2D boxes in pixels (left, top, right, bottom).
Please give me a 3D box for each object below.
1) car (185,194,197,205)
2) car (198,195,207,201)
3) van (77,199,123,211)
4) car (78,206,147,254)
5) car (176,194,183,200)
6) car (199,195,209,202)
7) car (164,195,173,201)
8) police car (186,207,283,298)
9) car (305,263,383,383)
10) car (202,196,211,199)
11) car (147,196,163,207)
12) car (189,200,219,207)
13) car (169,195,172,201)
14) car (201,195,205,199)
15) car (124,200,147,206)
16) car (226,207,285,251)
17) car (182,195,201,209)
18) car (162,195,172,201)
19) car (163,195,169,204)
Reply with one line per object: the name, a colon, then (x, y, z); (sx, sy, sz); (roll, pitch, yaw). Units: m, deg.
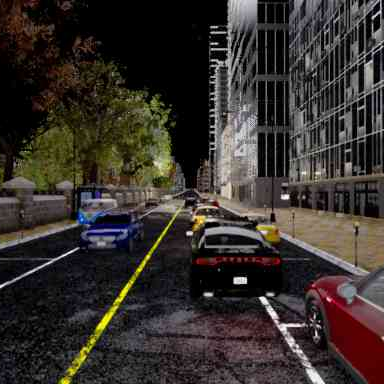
car: (-0.118, 1.272, 58.999); (2.097, 1.767, 4.553); (0, 0, 0)
car: (2.529, 1.400, 83.072); (2.008, 1.369, 4.403); (0, 0, 0)
van: (-5.726, 1.330, 20.570); (1.690, 1.788, 3.998); (0, 0, 0)
car: (-3.116, 1.520, 13.702); (1.812, 1.442, 4.674); (0, 0, 0)
car: (-3.176, 1.339, 87.858); (1.837, 1.490, 4.892); (0, 0, 0)
car: (2.552, 1.451, 71.708); (1.947, 1.339, 4.313); (0, 0, 0)
car: (-5.851, 1.400, 83.082); (2.008, 1.369, 4.403); (0, 0, 0)
police car: (0.883, 1.423, 8.696); (1.930, 1.638, 5.238); (0, 0, 0)
car: (2.687, 1.440, 3.530); (1.967, 1.590, 4.097); (0, 0, 0)
car: (2.608, 1.537, 43.302); (1.802, 1.307, 4.206); (0, 0, 0)
car: (-5.783, 1.488, 48.984); (1.887, 1.381, 4.507); (0, 0, 0)
car: (0.862, 1.446, 18.777); (1.801, 1.575, 5.366); (0, 0, 0)
car: (-5.828, 1.411, 71.545); (1.752, 1.417, 4.829); (0, 0, 0)
car: (2.575, 1.462, 60.346); (1.887, 1.381, 4.507); (0, 0, 0)
car: (-5.750, 1.556, 31.936); (1.802, 1.307, 4.206); (0, 0, 0)
car: (2.664, 1.519, 15.065); (1.752, 1.417, 4.829); (0, 0, 0)
car: (-0.078, 1.456, 45.371); (1.837, 1.490, 4.892); (0, 0, 0)
car: (-5.840, 1.418, 77.399); (2.008, 1.369, 4.403); (0, 0, 0)
car: (-5.806, 1.468, 60.351); (2.008, 1.369, 4.403); (0, 0, 0)
